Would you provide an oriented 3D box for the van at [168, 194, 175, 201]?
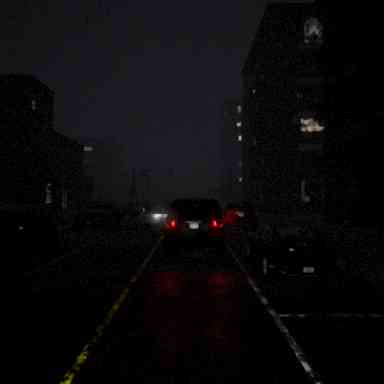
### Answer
[{"bbox_3d":[-5.666,1.533,91.664,1.690,1.788,3.998,1,0,0],"label":"van"}]

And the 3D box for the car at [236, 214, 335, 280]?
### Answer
[{"bbox_3d":[2.705,1.573,9.888,2.008,1.369,4.403,1,0,0],"label":"car"}]

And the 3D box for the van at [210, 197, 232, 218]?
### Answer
[{"bbox_3d":[2.710,1.409,31.517,1.690,1.788,3.998,1,0,0],"label":"van"}]

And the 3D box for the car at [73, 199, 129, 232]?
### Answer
[{"bbox_3d":[-5.670,1.361,20.710,2.192,1.841,5.009,1,0,0],"label":"car"}]

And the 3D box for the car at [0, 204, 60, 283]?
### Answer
[{"bbox_3d":[-5.671,1.338,9.896,2.192,1.841,5.009,1,0,0],"label":"car"}]

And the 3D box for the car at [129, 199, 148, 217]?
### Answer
[{"bbox_3d":[-5.672,1.509,31.525,1.967,1.590,4.097,1,0,0],"label":"car"}]

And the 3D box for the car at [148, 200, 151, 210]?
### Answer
[{"bbox_3d":[-5.674,1.642,42.339,2.008,1.369,4.403,1,0,0],"label":"car"}]

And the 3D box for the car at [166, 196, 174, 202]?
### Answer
[{"bbox_3d":[-5.671,1.725,85.976,1.887,1.381,4.507,1,0,0],"label":"car"}]

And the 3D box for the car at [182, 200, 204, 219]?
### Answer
[{"bbox_3d":[0.090,1.545,31.214,1.882,1.535,5.008,0,0,0],"label":"car"}]

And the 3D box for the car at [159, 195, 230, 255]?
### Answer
[{"bbox_3d":[0.085,1.246,13.560,2.150,2.045,5.566,0,-1,0],"label":"car"}]

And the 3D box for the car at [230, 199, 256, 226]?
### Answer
[{"bbox_3d":[2.709,1.360,20.703,2.192,1.841,5.009,1,0,0],"label":"car"}]

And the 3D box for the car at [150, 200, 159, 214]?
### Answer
[{"bbox_3d":[-3.085,1.643,36.769,1.994,1.385,4.181,0,0,0],"label":"car"}]

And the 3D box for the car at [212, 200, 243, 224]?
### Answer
[{"bbox_3d":[2.707,1.497,26.110,1.967,1.590,4.097,1,0,0],"label":"car"}]

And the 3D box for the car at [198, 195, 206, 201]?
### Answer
[{"bbox_3d":[2.712,1.632,91.724,1.967,1.590,4.097,1,0,0],"label":"car"}]
